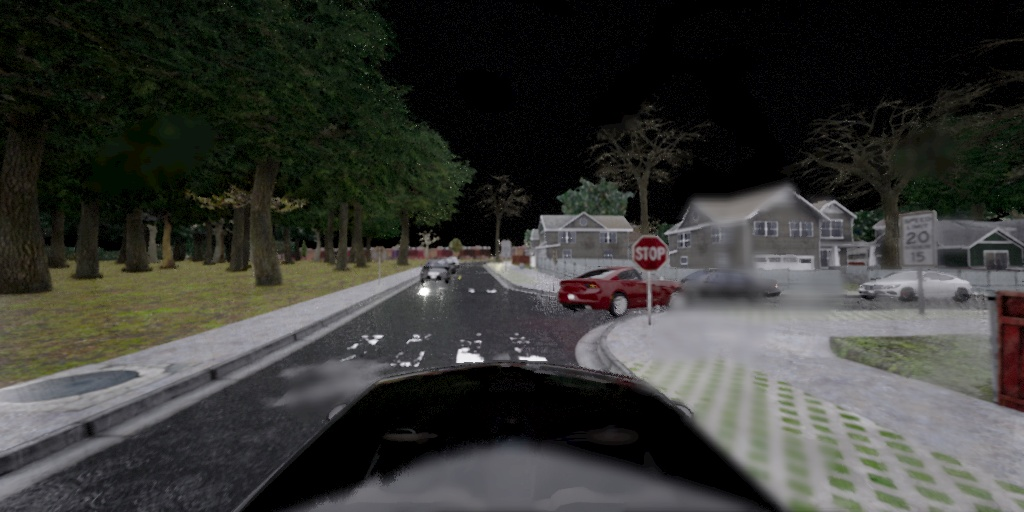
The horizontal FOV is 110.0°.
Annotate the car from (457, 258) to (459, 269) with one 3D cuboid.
[{"bbox_3d":[-6.335,0.921,34.442,1.812,1.442,4.674,0,1,-7],"label":"car"}]

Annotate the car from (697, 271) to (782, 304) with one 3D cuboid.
[{"bbox_3d":[9.094,1.356,16.090,5.357,1.411,2.033,1,-2,-6],"label":"car"}]

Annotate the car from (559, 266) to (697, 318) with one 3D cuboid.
[{"bbox_3d":[3.863,1.113,12.165,5.008,1.535,1.882,1,-4,-33],"label":"car"}]

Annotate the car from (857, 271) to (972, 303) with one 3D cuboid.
[{"bbox_3d":[19.355,1.450,17.258,4.674,1.442,1.812,1,-2,-6],"label":"car"}]

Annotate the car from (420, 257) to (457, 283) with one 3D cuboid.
[{"bbox_3d":[-5.163,0.995,24.730,2.128,1.511,4.902,0,1,-7],"label":"car"}]
